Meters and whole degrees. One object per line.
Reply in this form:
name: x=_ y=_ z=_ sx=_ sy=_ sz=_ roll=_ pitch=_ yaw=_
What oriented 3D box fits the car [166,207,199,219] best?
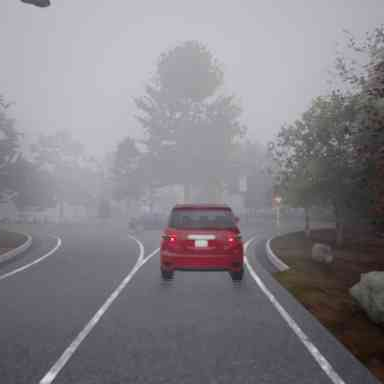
car: x=-1.601 y=3.684 z=58.692 sx=5.566 sy=2.045 sz=2.150 roll=1 pitch=-3 yaw=9

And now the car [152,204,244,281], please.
car: x=0.353 y=1.381 z=10.462 sx=2.150 sy=2.045 sz=5.566 roll=0 pitch=-2 yaw=3

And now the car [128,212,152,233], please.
car: x=-2.405 y=2.334 z=25.805 sx=5.008 sy=1.535 sz=1.882 roll=0 pitch=-2 yaw=1

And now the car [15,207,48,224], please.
car: x=-19.653 y=2.860 z=41.074 sx=2.150 sy=2.045 sz=5.566 roll=0 pitch=-3 yaw=-3

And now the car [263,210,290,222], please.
car: x=12.196 y=3.360 z=48.315 sx=2.097 sy=1.767 sz=4.553 roll=1 pitch=-3 yaw=-17
